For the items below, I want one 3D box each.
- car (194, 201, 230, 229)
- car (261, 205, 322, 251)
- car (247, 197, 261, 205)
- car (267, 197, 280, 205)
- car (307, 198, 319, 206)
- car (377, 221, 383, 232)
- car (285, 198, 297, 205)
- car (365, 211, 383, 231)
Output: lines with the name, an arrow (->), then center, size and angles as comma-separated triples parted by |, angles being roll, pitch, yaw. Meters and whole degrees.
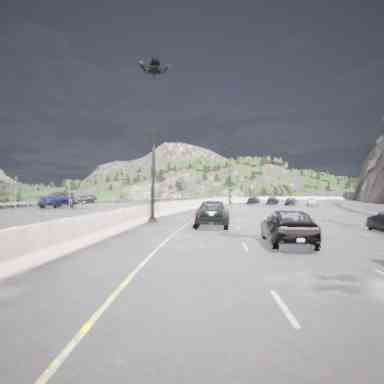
car -> 1.418, 1.368, 21.984 | 2.097, 1.767, 4.553 | 1, 0, 7
car -> 4.152, 1.546, 14.476 | 2.128, 1.511, 4.902 | 1, 0, 5
car -> 11.948, 1.659, 64.027 | 1.837, 1.490, 4.892 | 0, 0, 22
car -> 15.510, 1.708, 63.511 | 1.837, 1.490, 4.892 | 0, 0, 22
car -> 22.420, 1.824, 61.947 | 1.812, 1.442, 4.674 | 1, 0, 22
car -> 6.996, 1.696, 8.575 | 1.895, 1.301, 4.718 | 1, 0, 4
car -> 18.764, 1.795, 62.826 | 2.033, 1.411, 5.357 | 1, 0, 23
car -> 11.661, 1.721, 19.173 | 1.994, 1.385, 4.181 | 1, 0, 7
